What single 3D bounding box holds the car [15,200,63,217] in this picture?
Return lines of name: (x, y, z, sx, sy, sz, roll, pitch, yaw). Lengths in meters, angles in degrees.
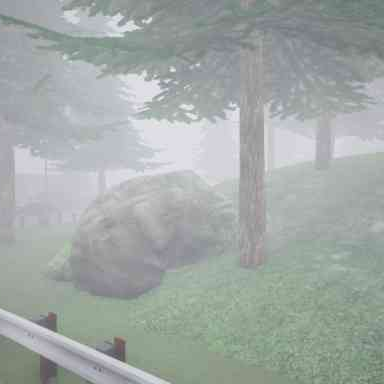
car: (-13.278, 1.490, 27.867, 1.837, 1.490, 4.892, 0, 0, 35)
